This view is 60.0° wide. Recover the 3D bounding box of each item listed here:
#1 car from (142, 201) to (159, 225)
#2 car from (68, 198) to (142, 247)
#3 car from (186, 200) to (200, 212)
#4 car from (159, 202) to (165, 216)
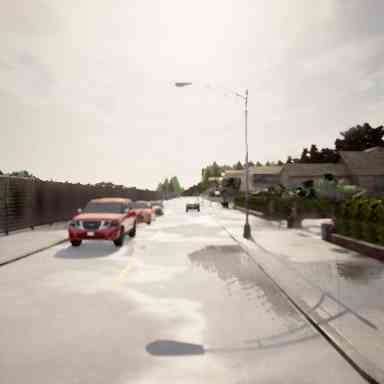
[{"bbox_3d":[-4.071,1.549,25.994,2.097,1.767,4.553,0,0,0],"label":"car"},{"bbox_3d":[-4.076,1.344,16.155,2.150,2.045,5.566,0,0,0],"label":"car"},{"bbox_3d":[0.125,1.832,45.017,2.128,1.511,4.902,0,0,0],"label":"car"},{"bbox_3d":[-4.043,1.777,35.997,1.837,1.490,4.892,0,0,1],"label":"car"}]
